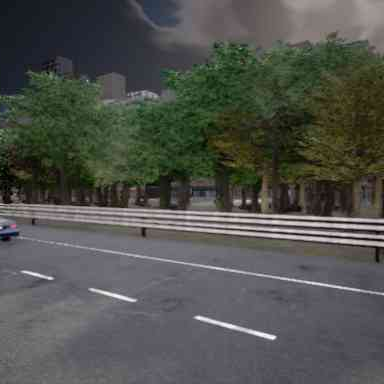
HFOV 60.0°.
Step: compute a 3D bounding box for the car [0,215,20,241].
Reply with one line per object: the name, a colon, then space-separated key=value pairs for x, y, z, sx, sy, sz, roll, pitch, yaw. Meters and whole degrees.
car: x=-10.085 y=1.552 z=15.385 sx=5.357 sy=1.411 sz=2.033 roll=0 pitch=0 yaw=36
